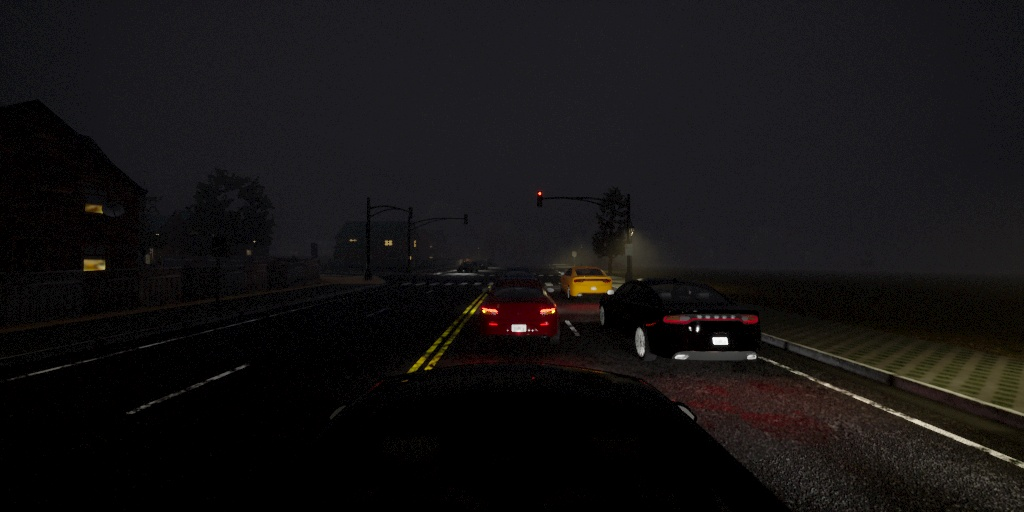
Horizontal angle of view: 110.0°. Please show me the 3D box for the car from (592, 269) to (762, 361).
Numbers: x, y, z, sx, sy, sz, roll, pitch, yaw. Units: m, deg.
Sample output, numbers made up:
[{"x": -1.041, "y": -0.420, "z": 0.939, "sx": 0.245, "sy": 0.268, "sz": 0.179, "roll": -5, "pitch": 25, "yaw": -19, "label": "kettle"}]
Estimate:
[{"x": 3.402, "y": 1.231, "z": 8.301, "sx": 1.882, "sy": 1.535, "sz": 5.008, "roll": 0, "pitch": 0, "yaw": 0, "label": "car"}]

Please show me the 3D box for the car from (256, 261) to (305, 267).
[{"x": -21.062, "y": 0.910, "z": 32.961, "sx": 5.008, "sy": 1.535, "sz": 1.882, "roll": 1, "pitch": -1, "yaw": 16, "label": "car"}]

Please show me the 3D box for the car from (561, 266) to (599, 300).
[{"x": 3.532, "y": 1.239, "z": 17.769, "sx": 1.882, "sy": 1.535, "sz": 5.008, "roll": 0, "pitch": 0, "yaw": 1, "label": "car"}]

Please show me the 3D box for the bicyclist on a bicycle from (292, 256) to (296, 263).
[{"x": -24.252, "y": 0.780, "z": 39.935, "sx": 0.582, "sy": 1.620, "sz": 1.656, "roll": 1, "pitch": -1, "yaw": 15, "label": "bicyclist on a bicycle"}]

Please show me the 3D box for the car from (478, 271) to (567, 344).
[{"x": 0.162, "y": 1.280, "z": 9.475, "sx": 1.812, "sy": 1.442, "sz": 4.674, "roll": 0, "pitch": 0, "yaw": 1, "label": "car"}]

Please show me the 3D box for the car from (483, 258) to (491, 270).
[{"x": -4.919, "y": 1.319, "z": 55.411, "sx": 1.882, "sy": 1.535, "sz": 5.008, "roll": 0, "pitch": 0, "yaw": 4, "label": "car"}]

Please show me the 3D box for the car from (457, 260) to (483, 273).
[{"x": -5.472, "y": 1.364, "z": 45.200, "sx": 2.033, "sy": 1.411, "sz": 5.357, "roll": 0, "pitch": 0, "yaw": 6, "label": "car"}]

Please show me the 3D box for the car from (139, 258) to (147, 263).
[{"x": -42.654, "y": 0.303, "z": 38.972, "sx": 5.566, "sy": 2.045, "sz": 2.150, "roll": 1, "pitch": -1, "yaw": 16, "label": "car"}]

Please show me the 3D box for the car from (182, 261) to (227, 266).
[{"x": -30.849, "y": 0.875, "z": 35.675, "sx": 4.718, "sy": 1.301, "sz": 1.895, "roll": 1, "pitch": -1, "yaw": 16, "label": "car"}]

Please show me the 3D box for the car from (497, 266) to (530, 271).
[{"x": 0.281, "y": 1.289, "z": 18.582, "sx": 1.812, "sy": 1.442, "sz": 4.674, "roll": 0, "pitch": 0, "yaw": 0, "label": "car"}]
